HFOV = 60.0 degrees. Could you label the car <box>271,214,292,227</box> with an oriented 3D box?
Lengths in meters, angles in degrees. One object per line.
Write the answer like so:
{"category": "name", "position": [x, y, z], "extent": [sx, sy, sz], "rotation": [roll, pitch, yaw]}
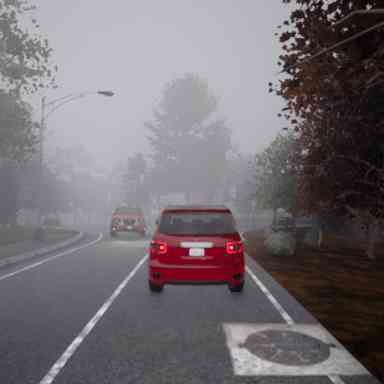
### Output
{"category": "car", "position": [11.759, 3.568, 42.911], "extent": [2.097, 1.767, 4.553], "rotation": [-3, -5, 29]}

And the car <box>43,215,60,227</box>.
{"category": "car", "position": [-18.383, 3.747, 43.598], "extent": [1.882, 1.535, 5.008], "rotation": [1, -4, -20]}

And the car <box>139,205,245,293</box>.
{"category": "car", "position": [0.111, 1.362, 9.323], "extent": [2.150, 2.045, 5.566], "rotation": [0, -1, 0]}

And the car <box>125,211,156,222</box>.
{"category": "car", "position": [-10.015, 4.883, 64.930], "extent": [5.566, 2.045, 2.150], "rotation": [2, -5, -20]}

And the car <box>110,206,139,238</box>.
{"category": "car", "position": [-4.385, 1.988, 22.961], "extent": [2.150, 2.045, 5.566], "rotation": [1, -4, -12]}
